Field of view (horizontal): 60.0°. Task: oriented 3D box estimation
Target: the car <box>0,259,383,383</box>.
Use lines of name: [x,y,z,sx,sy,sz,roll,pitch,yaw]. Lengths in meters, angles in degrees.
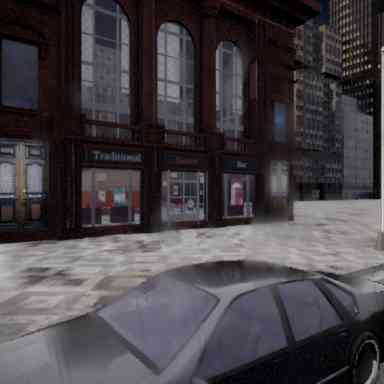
car: [0.333,1.547,3.617,5.357,1.411,2.033,0,0,-36]
